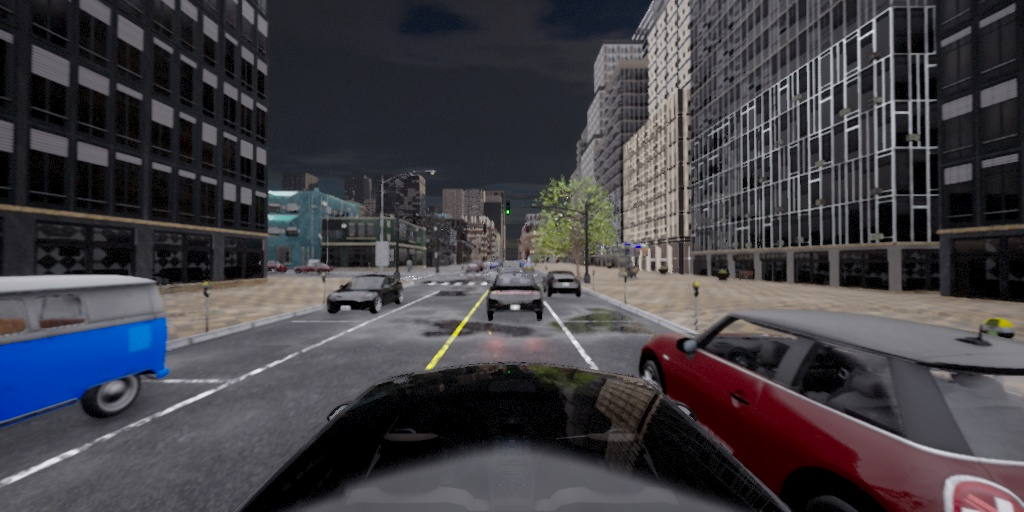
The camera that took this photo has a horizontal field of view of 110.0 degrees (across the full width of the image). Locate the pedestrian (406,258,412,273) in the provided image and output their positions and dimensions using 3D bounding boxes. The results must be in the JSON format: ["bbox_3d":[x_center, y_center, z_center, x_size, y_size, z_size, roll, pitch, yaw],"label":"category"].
[{"bbox_3d":[-12.746,1.143,44.466,0.375,1.860,0.375,0,-1,-1],"label":"pedestrian"}]

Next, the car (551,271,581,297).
[{"bbox_3d":[2.692,1.468,19.975,1.948,1.339,4.313,0,0,0],"label":"car"}]

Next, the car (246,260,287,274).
[{"bbox_3d":[-28.366,1.208,41.292,4.097,1.591,1.967,0,0,-1],"label":"car"}]

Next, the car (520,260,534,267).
[{"bbox_3d":[2.695,1.745,58.173,1.751,1.417,4.829,0,0,0],"label":"car"}]

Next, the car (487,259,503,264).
[{"bbox_3d":[-3.024,1.749,64.203,1.882,1.535,5.008,0,0,1],"label":"car"}]

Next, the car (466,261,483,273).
[{"bbox_3d":[-5.685,1.755,52.451,1.802,1.307,4.207,0,0,0],"label":"car"}]

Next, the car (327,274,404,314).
[{"bbox_3d":[-5.689,1.422,14.437,1.948,1.339,4.313,0,0,0],"label":"car"}]

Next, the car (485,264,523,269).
[{"bbox_3d":[-0.783,1.593,30.706,1.895,1.301,4.718,0,0,-13],"label":"car"}]

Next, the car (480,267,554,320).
[{"bbox_3d":[0.099,1.336,13.094,2.128,1.511,4.902,0,-1,0],"label":"car"}]

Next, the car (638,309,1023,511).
[{"bbox_3d":[2.690,1.204,3.358,1.967,1.591,4.097,0,0,0],"label":"car"}]

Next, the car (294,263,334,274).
[{"bbox_3d":[-22.818,1.419,41.368,4.207,1.307,1.802,0,0,-1],"label":"car"}]

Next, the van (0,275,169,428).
[{"bbox_3d":[-5.690,1.105,3.359,1.690,1.789,3.998,0,0,0],"label":"van"}]

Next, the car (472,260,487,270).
[{"bbox_3d":[-5.685,1.534,58.002,2.192,1.841,5.009,0,0,0],"label":"car"}]
